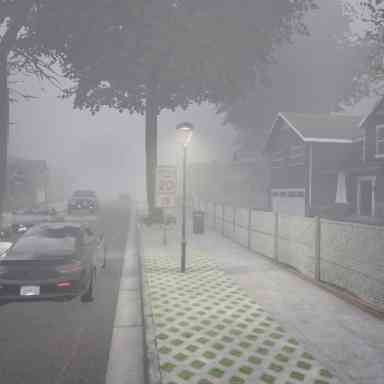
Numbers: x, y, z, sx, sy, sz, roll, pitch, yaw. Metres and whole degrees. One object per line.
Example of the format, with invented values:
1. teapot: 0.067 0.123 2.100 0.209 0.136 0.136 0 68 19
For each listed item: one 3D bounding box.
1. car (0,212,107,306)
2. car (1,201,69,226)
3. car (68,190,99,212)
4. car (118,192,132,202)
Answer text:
1. car: -3.063 1.439 7.768 1.812 1.442 4.674 1 1 -10
2. car: -7.286 1.344 15.515 1.994 1.385 4.181 1 1 -11
3. car: -9.751 0.815 30.073 2.150 2.045 5.566 1 0 -10
4. car: -10.515 0.800 51.926 1.837 1.490 4.892 1 1 -10
